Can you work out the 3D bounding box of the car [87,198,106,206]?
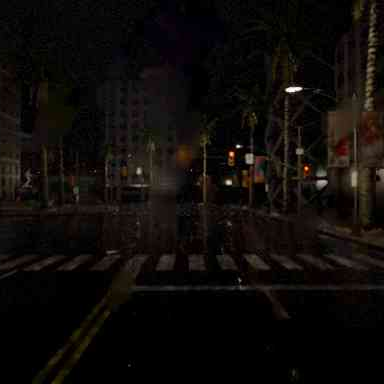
[{"bbox_3d":[-21.950,2.202,76.471,4.553,1.767,2.097,0,-1,31],"label":"car"}]
